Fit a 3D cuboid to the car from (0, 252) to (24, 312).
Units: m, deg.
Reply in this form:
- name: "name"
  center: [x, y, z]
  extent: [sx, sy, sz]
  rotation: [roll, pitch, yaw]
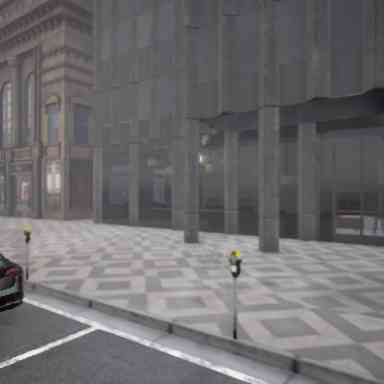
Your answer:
- name: "car"
  center: [-5.002, 1.579, 6.524]
  extent: [4.313, 1.339, 1.947]
  rotation: [0, 0, 35]
